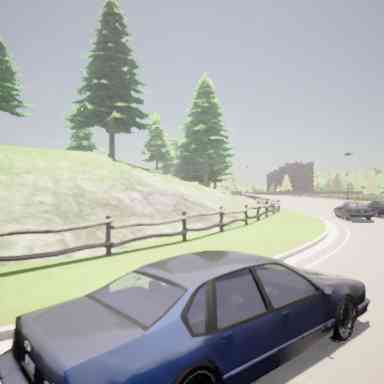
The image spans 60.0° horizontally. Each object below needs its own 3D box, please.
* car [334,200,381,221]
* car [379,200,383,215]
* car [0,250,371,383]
[{"bbox_3d":[13.159,1.521,27.300,2.033,1.411,5.357,0,0,10],"label":"car"},{"bbox_3d":[16.991,1.459,29.820,1.837,1.490,4.892,0,0,10],"label":"car"},{"bbox_3d":[0.471,1.556,4.581,5.357,1.411,2.033,0,0,-40],"label":"car"}]
